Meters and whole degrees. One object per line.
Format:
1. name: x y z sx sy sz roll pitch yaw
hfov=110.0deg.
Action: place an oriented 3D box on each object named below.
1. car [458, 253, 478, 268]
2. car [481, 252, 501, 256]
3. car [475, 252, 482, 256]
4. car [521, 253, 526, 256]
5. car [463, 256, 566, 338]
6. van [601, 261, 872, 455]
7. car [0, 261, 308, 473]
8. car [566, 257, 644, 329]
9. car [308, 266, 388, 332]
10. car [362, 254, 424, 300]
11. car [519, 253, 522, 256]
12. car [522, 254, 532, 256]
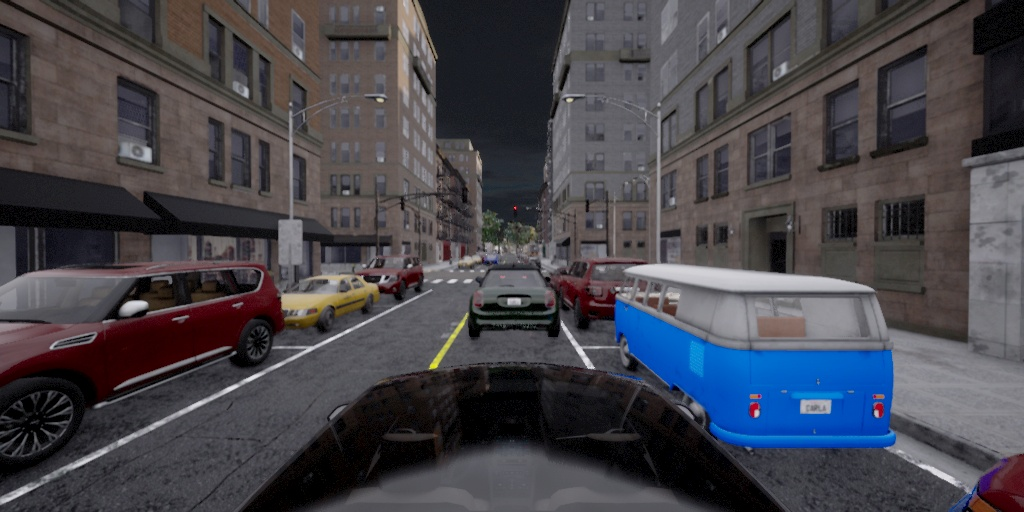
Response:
1. car: -5.460 0.677 43.155 1.751 1.417 4.829 0 0 0
2. car: -2.885 0.531 50.190 1.882 1.535 5.008 0 1 0
3. car: -5.469 0.521 54.118 1.751 1.417 4.829 0 0 0
4. car: 2.587 0.619 48.815 1.888 1.381 4.507 0 0 0
5. car: 0.030 0.984 9.937 2.097 1.767 4.553 0 1 -1
6. van: 2.635 1.044 4.972 1.690 1.789 3.998 0 0 0
7. car: -5.401 1.018 4.966 2.192 1.841 5.009 0 0 0
8. car: 2.629 0.937 10.650 2.192 1.841 5.009 0 0 0
9. car: -5.408 1.147 10.472 1.751 1.417 4.829 0 0 0
10. car: -5.416 0.855 16.321 2.192 1.841 5.009 0 0 0
11. car: 2.581 0.546 54.297 2.007 1.370 4.403 0 0 0
12. car: 2.593 0.703 43.335 2.007 1.370 4.403 0 0 0
